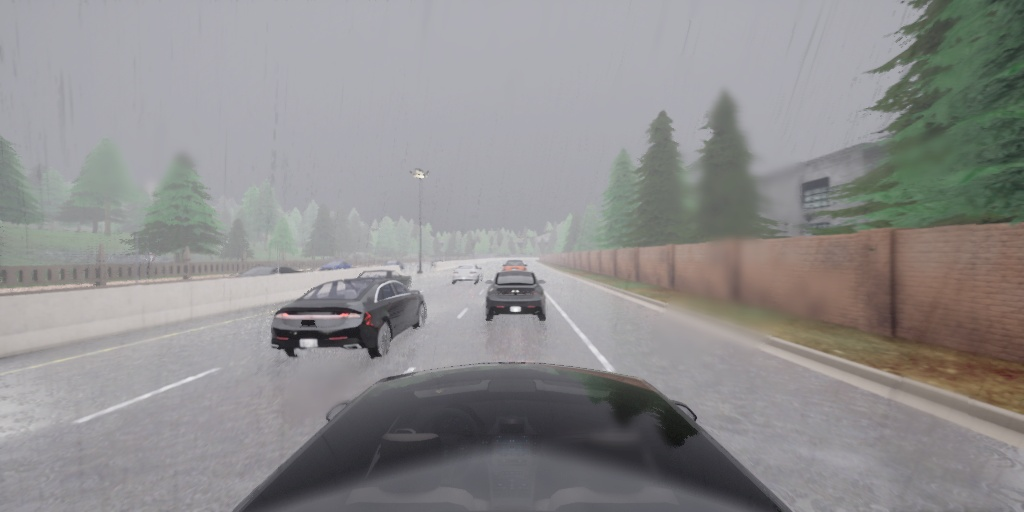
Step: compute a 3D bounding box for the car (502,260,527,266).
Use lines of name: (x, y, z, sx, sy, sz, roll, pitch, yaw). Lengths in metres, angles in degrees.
car: (0.235, 1.101, 30.549, 2.097, 1.767, 4.553, 0, 0, 0)

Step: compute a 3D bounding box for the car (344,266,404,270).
car: (-6.833, 1.379, 19.013, 1.895, 1.301, 4.718, 0, 0, 0)

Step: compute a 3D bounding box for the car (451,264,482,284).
car: (-3.295, 1.289, 26.884, 1.812, 1.442, 4.674, 0, 0, 0)

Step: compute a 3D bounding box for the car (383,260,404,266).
car: (-17.253, 1.347, 52.281, 1.812, 1.442, 4.674, 0, 0, 2)

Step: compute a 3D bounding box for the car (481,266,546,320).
car: (0.121, 1.254, 12.553, 1.837, 1.490, 4.892, 0, 0, 0)

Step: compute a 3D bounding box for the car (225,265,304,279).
car: (-14.024, 1.285, 20.515, 1.882, 1.535, 5.008, 0, 0, 0)

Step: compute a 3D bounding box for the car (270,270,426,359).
car: (-3.407, 1.255, 8.472, 2.128, 1.511, 4.902, 0, 0, 0)

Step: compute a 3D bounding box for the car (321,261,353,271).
car: (-20.903, 1.314, 42.894, 1.882, 1.535, 5.008, 0, 0, 1)
